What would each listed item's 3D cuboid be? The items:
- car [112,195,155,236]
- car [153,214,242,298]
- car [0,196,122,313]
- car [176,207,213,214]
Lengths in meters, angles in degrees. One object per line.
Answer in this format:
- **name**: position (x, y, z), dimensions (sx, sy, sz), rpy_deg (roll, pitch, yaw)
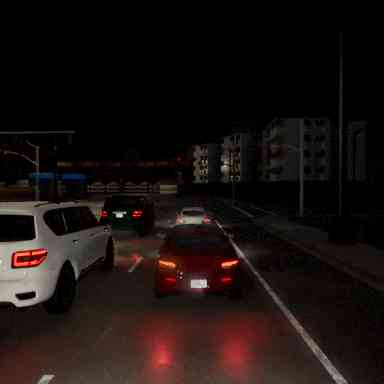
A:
- **car**: position (-3.359, 1.179, 18.131), dimensions (2.150, 2.045, 5.566), rpy_deg (0, 0, 0)
- **car**: position (0.117, 1.521, 8.416), dimensions (1.812, 1.442, 4.674), rpy_deg (0, 0, 0)
- **car**: position (-3.386, 1.218, 7.772), dimensions (2.150, 2.045, 5.566), rpy_deg (0, 0, 0)
- **car**: position (0.108, 1.490, 17.503), dimensions (1.812, 1.442, 4.674), rpy_deg (0, 0, 1)
